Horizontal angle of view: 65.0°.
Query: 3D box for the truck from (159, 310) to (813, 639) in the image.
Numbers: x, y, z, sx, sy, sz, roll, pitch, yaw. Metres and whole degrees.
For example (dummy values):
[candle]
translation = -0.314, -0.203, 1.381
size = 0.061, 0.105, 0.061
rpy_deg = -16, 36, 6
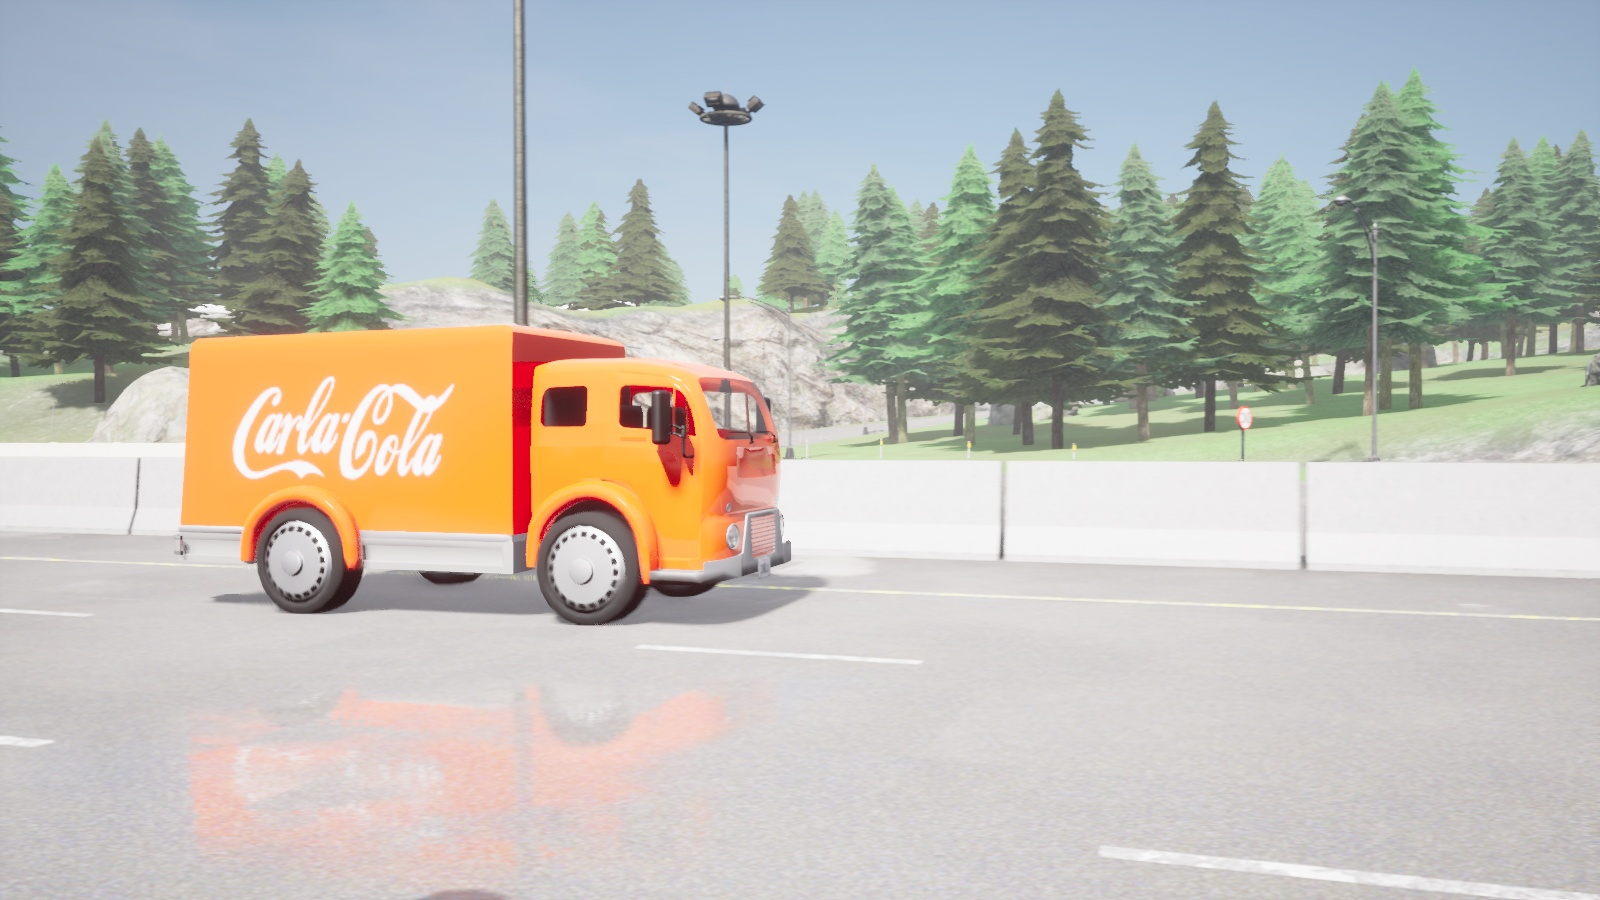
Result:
[truck]
translation = -2.770, 0.145, 11.503
size = 5.204, 2.467, 2.627
rpy_deg = 1, 1, 19
